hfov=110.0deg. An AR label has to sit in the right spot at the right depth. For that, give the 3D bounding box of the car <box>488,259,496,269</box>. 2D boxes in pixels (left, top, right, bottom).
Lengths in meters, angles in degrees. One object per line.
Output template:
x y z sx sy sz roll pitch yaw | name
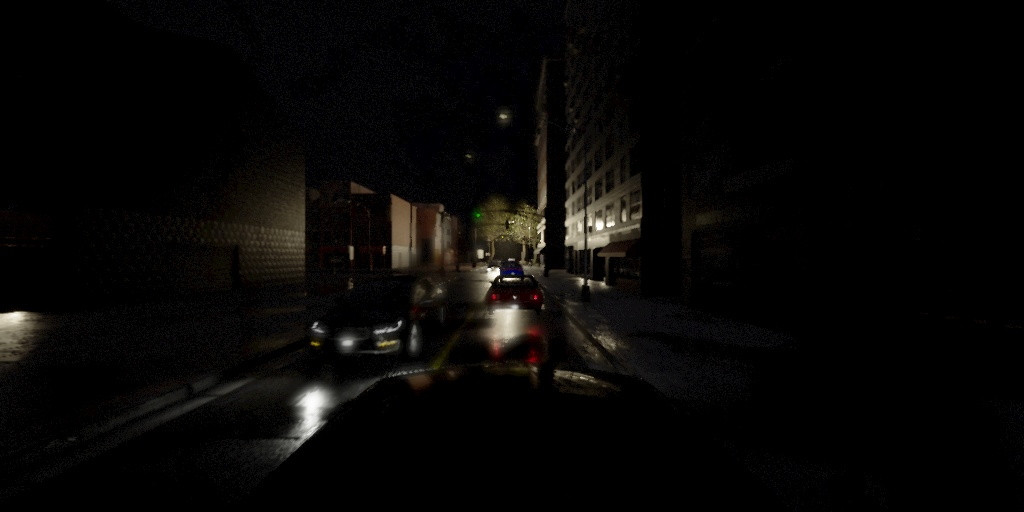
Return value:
-2.820 1.285 57.242 1.812 1.442 4.674 0 0 0 | car

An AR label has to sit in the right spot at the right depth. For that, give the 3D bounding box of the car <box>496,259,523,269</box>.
-0.123 1.220 29.869 1.882 1.535 5.008 0 0 -4 | car

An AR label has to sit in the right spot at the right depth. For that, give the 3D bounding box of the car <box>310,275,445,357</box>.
-2.851 1.250 8.645 1.837 1.490 4.892 0 0 0 | car

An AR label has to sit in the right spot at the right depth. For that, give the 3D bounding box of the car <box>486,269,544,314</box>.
0.095 1.343 13.631 1.895 1.301 4.718 0 0 0 | car
